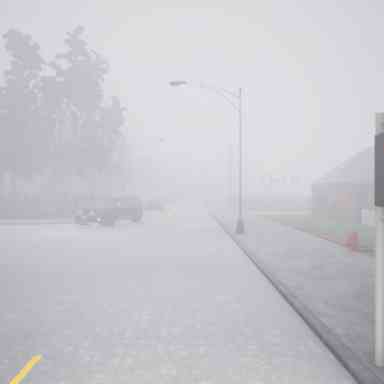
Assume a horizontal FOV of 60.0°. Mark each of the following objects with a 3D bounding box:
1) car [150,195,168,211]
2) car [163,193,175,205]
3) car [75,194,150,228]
[{"bbox_3d":[-4.224,1.459,39.136,1.837,1.490,4.892,0,0,0],"label":"car"},{"bbox_3d":[-4.190,1.183,57.624,2.150,2.045,5.566,0,0,0],"label":"car"},{"bbox_3d":[-5.425,1.195,22.751,2.150,2.045,5.566,1,0,23],"label":"car"}]
